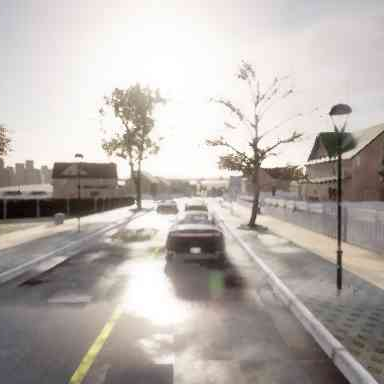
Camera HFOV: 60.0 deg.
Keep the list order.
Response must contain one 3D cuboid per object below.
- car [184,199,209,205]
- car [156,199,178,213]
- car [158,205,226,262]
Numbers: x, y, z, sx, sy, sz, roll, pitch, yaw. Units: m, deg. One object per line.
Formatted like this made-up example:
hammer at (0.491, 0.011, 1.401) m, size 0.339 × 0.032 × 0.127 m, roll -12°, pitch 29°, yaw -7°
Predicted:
car at (0.355, 1.336, 27.242) m, size 2.128 × 1.511 × 4.902 m, roll 0°, pitch 0°, yaw 1°
car at (-2.435, 1.385, 33.483) m, size 1.994 × 1.385 × 4.181 m, roll 0°, pitch 0°, yaw 1°
car at (0.143, 1.415, 11.780) m, size 2.128 × 1.511 × 4.902 m, roll 0°, pitch 0°, yaw 1°
